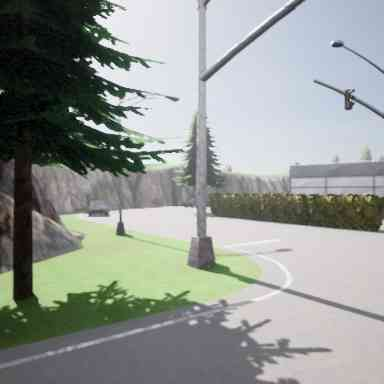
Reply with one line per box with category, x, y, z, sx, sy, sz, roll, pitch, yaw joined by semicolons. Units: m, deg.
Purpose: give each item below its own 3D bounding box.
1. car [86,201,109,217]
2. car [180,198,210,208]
car;-9.142;1.555;32.209;2.033;1.411;5.357;0;0;-16
car;0.849;1.569;50.090;5.357;1.411;2.033;0;0;-39
